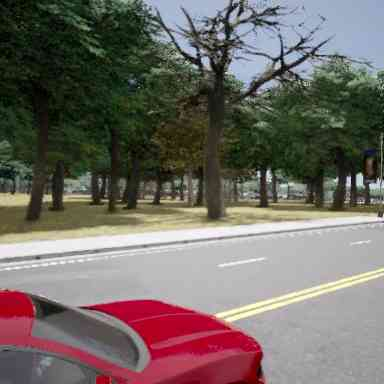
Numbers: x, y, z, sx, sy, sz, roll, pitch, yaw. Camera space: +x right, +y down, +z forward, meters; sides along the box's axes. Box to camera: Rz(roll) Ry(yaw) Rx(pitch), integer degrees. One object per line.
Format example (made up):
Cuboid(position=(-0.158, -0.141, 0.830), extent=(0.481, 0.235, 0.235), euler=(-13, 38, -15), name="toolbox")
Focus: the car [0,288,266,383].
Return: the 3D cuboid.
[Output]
Cuboid(position=(-1.610, 1.477, 2.288), extent=(5.008, 1.535, 1.882), euler=(0, 0, -36), name="car")
